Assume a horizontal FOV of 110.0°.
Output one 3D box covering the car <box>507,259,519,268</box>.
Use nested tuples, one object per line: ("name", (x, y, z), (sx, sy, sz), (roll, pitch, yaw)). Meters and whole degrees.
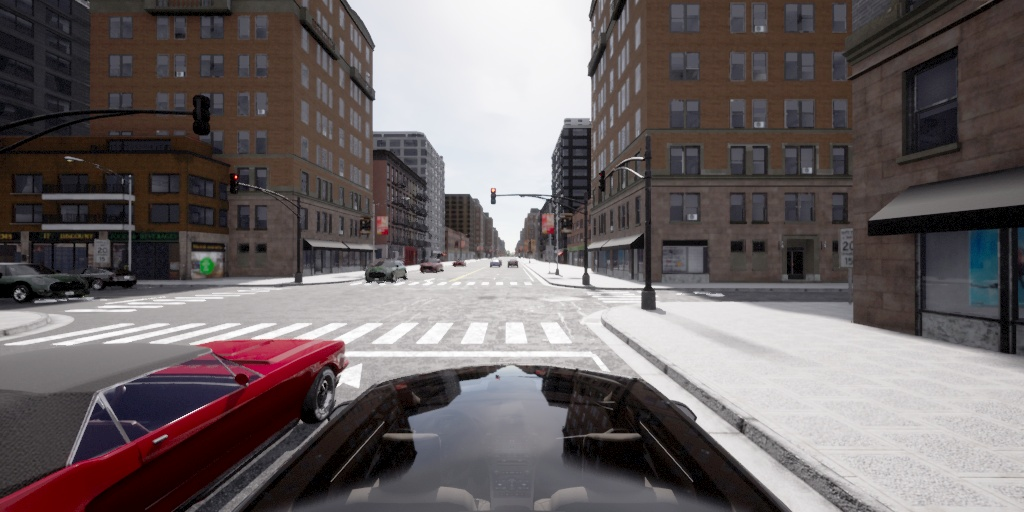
("car", (0.157, 1.240, 62.178), (1.837, 1.490, 4.892), (0, 0, 0))

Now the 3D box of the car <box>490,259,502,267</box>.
("car", (-2.988, 1.282, 64.133), (2.033, 1.411, 5.357), (0, 0, 0))

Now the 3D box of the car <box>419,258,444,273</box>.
("car", (-9.741, 1.094, 43.613), (2.097, 1.767, 4.553), (0, 0, 0))

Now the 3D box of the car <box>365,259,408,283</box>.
("car", (-9.785, 1.099, 28.170), (2.097, 1.767, 4.553), (0, 0, 0))

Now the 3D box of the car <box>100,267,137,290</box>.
("car", (-25.324, 1.328, 21.680), (4.313, 1.339, 1.948), (0, 0, 0))

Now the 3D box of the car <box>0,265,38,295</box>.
("car", (-28.955, 1.255, 19.136), (4.892, 1.490, 1.837), (0, 0, 1))

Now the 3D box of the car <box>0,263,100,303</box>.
("car", (-22.165, 1.094, 16.172), (4.553, 1.767, 2.097), (0, 0, 0))

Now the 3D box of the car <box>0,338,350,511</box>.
("car", (-3.157, 1.351, 2.816), (1.895, 1.301, 4.718), (0, 0, 0))
